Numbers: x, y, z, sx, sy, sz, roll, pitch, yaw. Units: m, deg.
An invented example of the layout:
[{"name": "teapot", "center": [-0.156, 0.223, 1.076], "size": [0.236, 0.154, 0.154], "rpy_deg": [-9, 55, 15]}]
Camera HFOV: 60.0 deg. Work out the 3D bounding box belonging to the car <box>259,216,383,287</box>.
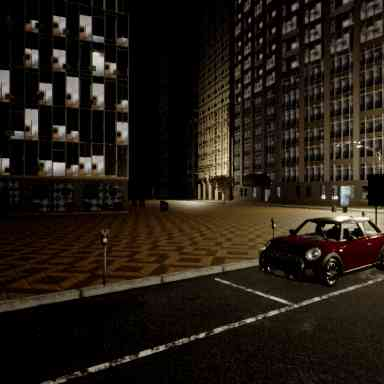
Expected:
[{"name": "car", "center": [3.741, 1.439, 9.234], "size": [4.097, 1.590, 1.967], "rpy_deg": [0, 0, -36]}]
